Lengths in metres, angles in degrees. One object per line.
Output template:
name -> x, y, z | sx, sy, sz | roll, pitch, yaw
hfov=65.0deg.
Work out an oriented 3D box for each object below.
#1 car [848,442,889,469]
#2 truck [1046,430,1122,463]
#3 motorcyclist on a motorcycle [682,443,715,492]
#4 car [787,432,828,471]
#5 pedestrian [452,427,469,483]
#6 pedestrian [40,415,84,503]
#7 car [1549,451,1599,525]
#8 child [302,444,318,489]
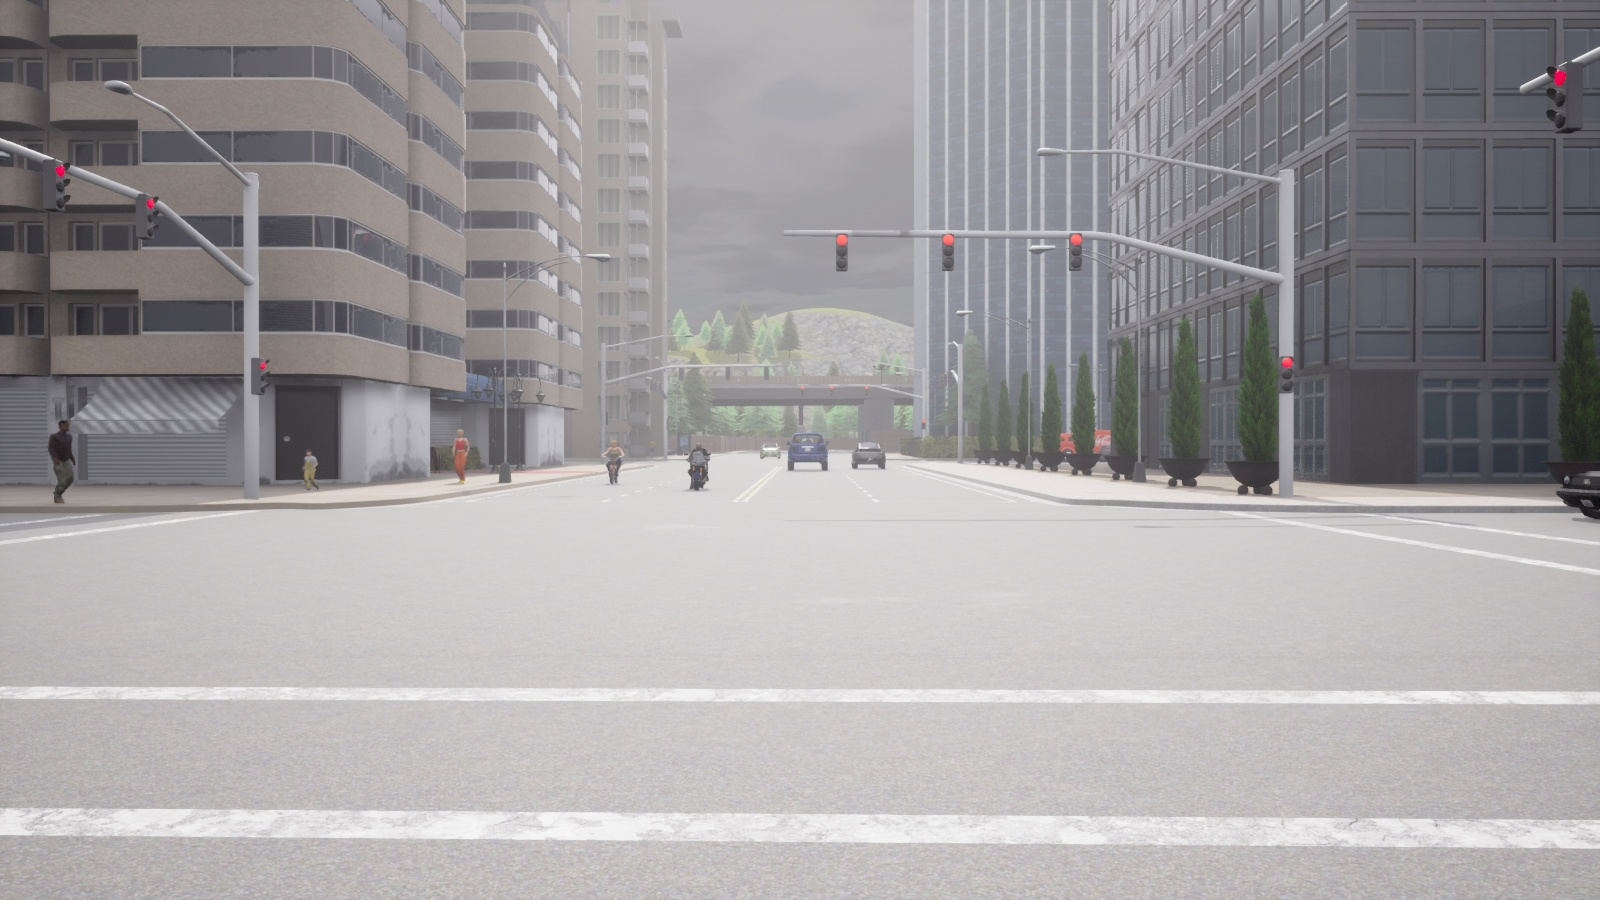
car -> 3.955, 0.294, 72.949 | 2.128, 1.511, 4.902 | 0, 0, 0
truck -> 21.701, -0.265, 96.011 | 5.204, 2.467, 2.627 | 0, 0, 0
motorcyclist on a motorcycle -> -3.242, 0.551, 40.296 | 0.866, 1.530, 2.191 | 0, 0, 0
car -> 0.429, 0.077, 68.917 | 2.150, 2.045, 5.566 | 0, 0, 0
pedestrian -> -11.187, 0.163, 41.335 | 0.345, 1.836, 0.594 | 0, 0, 7
pedestrian -> -15.545, 0.183, 26.466 | 0.703, 1.840, 0.431 | 0, 0, 16
car -> 16.486, 0.677, 22.714 | 4.718, 1.301, 1.895 | 0, 0, 1
child -> -13.822, 0.468, 35.435 | 0.270, 1.263, 0.437 | 0, 0, 4
